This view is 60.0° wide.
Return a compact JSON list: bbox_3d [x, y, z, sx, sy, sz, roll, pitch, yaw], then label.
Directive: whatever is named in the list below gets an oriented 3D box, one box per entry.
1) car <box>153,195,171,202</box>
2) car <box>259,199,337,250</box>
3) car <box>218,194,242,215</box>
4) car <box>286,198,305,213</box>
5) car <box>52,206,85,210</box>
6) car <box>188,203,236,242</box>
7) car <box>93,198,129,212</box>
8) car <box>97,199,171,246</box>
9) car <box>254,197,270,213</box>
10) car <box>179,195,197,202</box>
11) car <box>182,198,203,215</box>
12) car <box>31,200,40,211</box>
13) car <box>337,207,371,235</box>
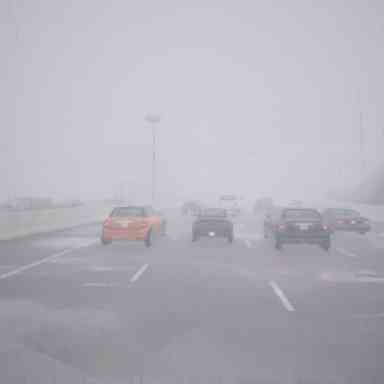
[{"bbox_3d":[-7.179,1.501,79.315,2.128,1.511,4.902,0,0,23],"label":"car"},{"bbox_3d":[4.424,1.367,14.690,2.097,1.767,4.553,0,0,5],"label":"car"},{"bbox_3d":[3.984,1.242,34.885,2.150,2.045,5.566,0,0,12],"label":"car"},{"bbox_3d":[12.305,1.518,39.607,1.882,1.535,5.008,0,0,14],"label":"car"},{"bbox_3d":[-13.633,1.506,36.915,1.812,1.442,4.674,0,0,12],"label":"car"},{"bbox_3d":[1.072,1.513,16.464,1.837,1.490,4.892,0,0,5],"label":"car"},{"bbox_3d":[-9.517,1.482,39.408,2.128,1.511,4.902,0,0,13],"label":"car"},{"bbox_3d":[-2.524,1.351,15.521,2.097,1.767,4.553,0,0,5],"label":"car"},{"bbox_3d":[7.942,1.382,36.405,2.097,1.767,4.553,0,0,13],"label":"car"},{"bbox_3d":[-0.829,1.533,76.369,2.033,1.411,5.357,0,0,23],"label":"car"},{"bbox_3d":[0.249,1.516,33.993,1.837,1.490,4.892,0,0,11],"label":"car"},{"bbox_3d":[-17.226,1.465,36.756,2.128,1.511,4.902,0,0,11],"label":"car"},{"bbox_3d":[8.383,1.573,19.126,2.033,1.411,5.357,0,0,7],"label":"car"}]
